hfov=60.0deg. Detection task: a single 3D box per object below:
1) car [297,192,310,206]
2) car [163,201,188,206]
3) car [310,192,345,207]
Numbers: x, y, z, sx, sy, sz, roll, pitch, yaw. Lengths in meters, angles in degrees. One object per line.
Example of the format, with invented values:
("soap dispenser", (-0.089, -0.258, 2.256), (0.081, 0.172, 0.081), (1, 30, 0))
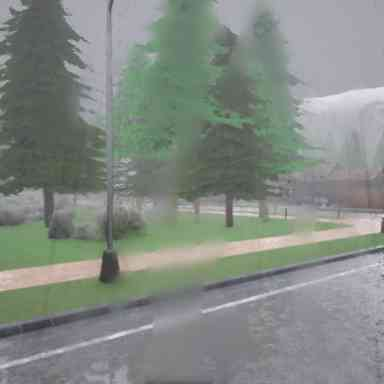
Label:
("car", (16.001, 0.949, 44.894), (3.866, 1.878, 1.905), (0, 0, -37))
("car", (-2.377, 1.336, 48.426), (2.128, 1.511, 4.902), (0, 0, -38))
("car", (17.823, 0.944, 43.118), (4.605, 1.855, 1.932), (0, 0, -37))
